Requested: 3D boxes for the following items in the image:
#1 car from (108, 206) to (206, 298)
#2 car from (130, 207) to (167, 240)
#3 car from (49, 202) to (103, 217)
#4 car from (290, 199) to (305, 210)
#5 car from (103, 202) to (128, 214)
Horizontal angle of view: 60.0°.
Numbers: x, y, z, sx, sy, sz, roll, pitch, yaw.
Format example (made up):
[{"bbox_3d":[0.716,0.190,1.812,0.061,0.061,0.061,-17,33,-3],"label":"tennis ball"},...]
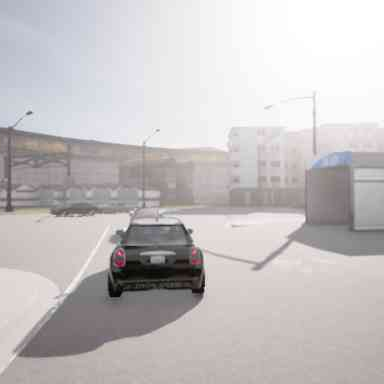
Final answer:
[{"bbox_3d":[-0.984,1.426,8.986,2.097,1.767,4.553,0,0,-8],"label":"car"},{"bbox_3d":[-2.550,1.679,18.855,1.812,1.442,4.674,0,0,-10],"label":"car"},{"bbox_3d":[-12.177,1.792,34.515,4.892,1.490,1.837,1,-3,-42],"label":"car"},{"bbox_3d":[16.735,1.724,48.575,4.553,1.767,2.097,0,0,0],"label":"car"},{"bbox_3d":[-9.625,1.935,40.950,4.718,1.301,1.895,0,-1,-34],"label":"car"}]
